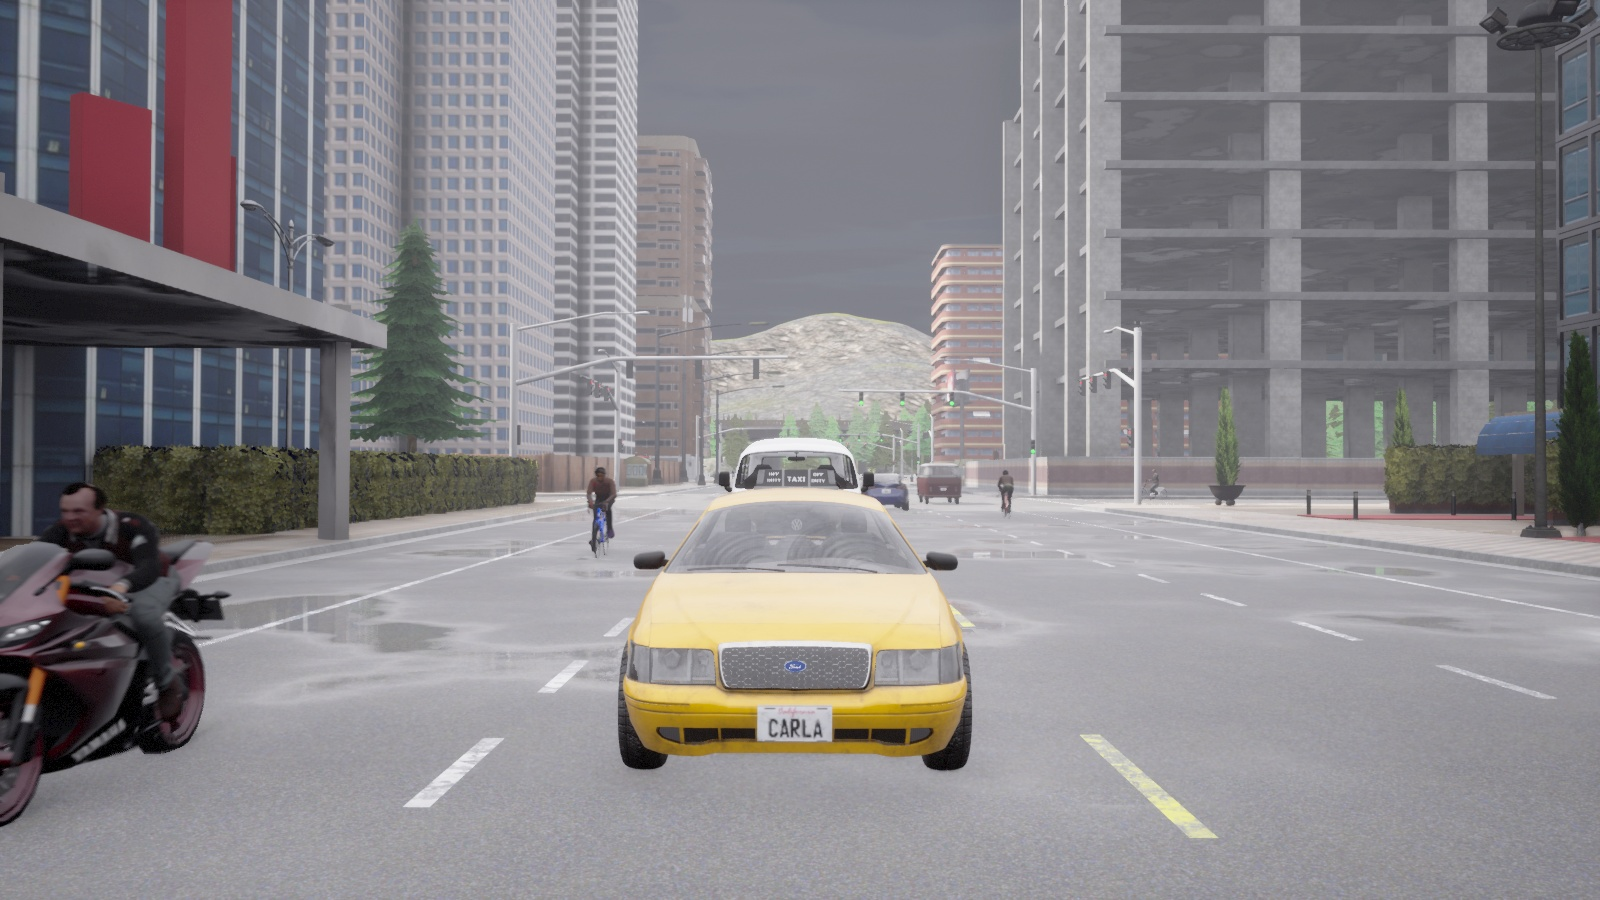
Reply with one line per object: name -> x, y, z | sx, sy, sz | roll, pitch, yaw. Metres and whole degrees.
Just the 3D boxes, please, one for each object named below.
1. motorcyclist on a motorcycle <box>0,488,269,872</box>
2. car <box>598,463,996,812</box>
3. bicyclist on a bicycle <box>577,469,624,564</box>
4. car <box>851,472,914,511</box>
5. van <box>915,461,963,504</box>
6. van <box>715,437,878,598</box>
motorcyclist on a motorcycle -> -3.515, 0.968, 6.200 | 0.866, 1.530, 2.191 | 0, -1, 0
car -> -0.021, 0.894, 8.380 | 1.801, 1.575, 5.366 | 0, -1, 0
bicyclist on a bicycle -> -3.556, 1.159, 22.521 | 0.582, 1.620, 1.656 | 0, -1, 0
car -> 3.333, 1.665, 51.562 | 2.163, 1.488, 4.792 | 0, -1, -1
van -> 6.760, 1.570, 61.457 | 1.775, 1.987, 4.442 | 0, -1, -1
van -> -0.047, 0.831, 18.245 | 2.069, 2.038, 4.480 | 0, 1, 0
